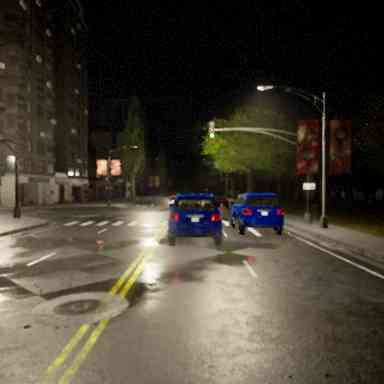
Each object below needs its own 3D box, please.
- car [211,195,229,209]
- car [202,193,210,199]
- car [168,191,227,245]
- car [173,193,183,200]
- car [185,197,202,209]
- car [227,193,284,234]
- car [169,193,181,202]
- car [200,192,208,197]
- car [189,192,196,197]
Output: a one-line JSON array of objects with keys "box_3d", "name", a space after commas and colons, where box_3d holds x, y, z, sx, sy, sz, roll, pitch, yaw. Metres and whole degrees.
[{"box_3d": [3.425, 1.191, 41.723, 1.837, 1.490, 4.892, 0, 0, 0], "name": "car"}, {"box_3d": [3.401, 0.931, 83.561, 1.812, 1.442, 4.674, 0, 0, 0], "name": "car"}, {"box_3d": [0.127, 1.107, 14.961, 2.150, 2.045, 5.566, 0, 0, 0], "name": "car"}, {"box_3d": [-3.111, 0.982, 76.889, 2.033, 1.411, 5.357, 0, 0, 0], "name": "car"}, {"box_3d": [0.175, 1.290, 41.286, 1.895, 1.301, 4.718, 0, 0, 0], "name": "car"}, {"box_3d": [3.381, 1.085, 18.169, 2.150, 2.045, 5.566, 0, 0, 0], "name": "car"}, {"box_3d": [-3.171, 1.017, 61.567, 1.882, 1.535, 5.008, 0, 0, 1], "name": "car"}, {"box_3d": [3.419, 0.782, 93.599, 1.994, 1.385, 4.181, 0, 0, 0], "name": "car"}, {"box_3d": [0.169, 0.769, 93.605, 2.033, 1.411, 5.357, 0, 0, 0], "name": "car"}]
